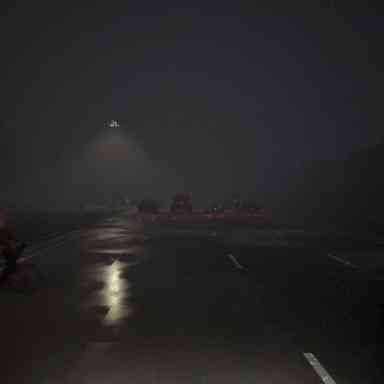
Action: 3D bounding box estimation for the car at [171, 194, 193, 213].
[{"bbox_3d":[-1.128,1.221,36.668,2.150,2.045,5.566,0,0,-1],"label":"car"}]

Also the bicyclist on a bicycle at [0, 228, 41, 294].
[{"bbox_3d":[-4.167,1.455,7.293,1.656,1.620,0.582,-2,0,-2],"label":"bicyclist on a bicycle"}]

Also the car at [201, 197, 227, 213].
[{"bbox_3d":[2.359,1.526,36.731,1.812,1.442,4.674,0,0,-2],"label":"car"}]

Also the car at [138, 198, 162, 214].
[{"bbox_3d":[-4.622,1.477,35.777,1.882,1.535,5.008,0,0,-1],"label":"car"}]

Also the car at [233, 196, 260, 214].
[{"bbox_3d":[5.897,1.477,35.294,1.882,1.535,5.008,0,0,-2],"label":"car"}]

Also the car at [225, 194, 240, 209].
[{"bbox_3d":[5.507,1.221,45.765,2.150,2.045,5.566,0,0,-1],"label":"car"}]

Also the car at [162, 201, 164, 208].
[{"bbox_3d":[-4.992,1.547,45.691,2.033,1.411,5.357,0,0,-1],"label":"car"}]

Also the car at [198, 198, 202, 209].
[{"bbox_3d":[1.991,1.491,46.530,2.128,1.511,4.902,0,0,-1],"label":"car"}]

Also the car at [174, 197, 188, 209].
[{"bbox_3d":[-1.522,1.477,46.990,1.882,1.535,5.008,0,0,-1],"label":"car"}]
